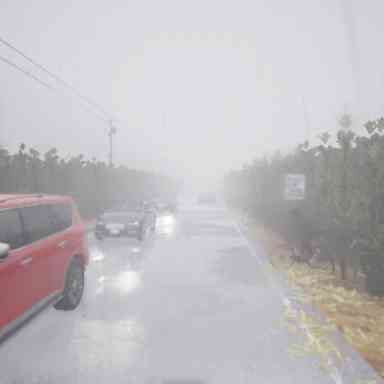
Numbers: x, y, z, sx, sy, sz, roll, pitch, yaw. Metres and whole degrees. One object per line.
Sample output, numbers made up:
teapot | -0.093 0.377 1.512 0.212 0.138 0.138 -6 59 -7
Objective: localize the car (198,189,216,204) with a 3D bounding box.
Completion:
car | 1.765 0.655 38.283 1.994 1.385 4.181 1 1 3

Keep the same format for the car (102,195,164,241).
car | -2.709 1.113 14.526 2.128 1.511 4.902 1 1 3

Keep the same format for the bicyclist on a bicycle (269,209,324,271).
bicyclist on a bicycle | 2.867 1.266 8.735 1.656 1.620 0.582 1 1 3

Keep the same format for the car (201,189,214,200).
car | 2.269 0.349 49.625 1.812 1.442 4.674 1 1 2

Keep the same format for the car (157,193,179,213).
car | -2.134 0.822 26.845 2.128 1.511 4.902 1 1 3

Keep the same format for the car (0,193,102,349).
car | -3.178 1.081 4.450 2.150 2.045 5.566 1 1 2
